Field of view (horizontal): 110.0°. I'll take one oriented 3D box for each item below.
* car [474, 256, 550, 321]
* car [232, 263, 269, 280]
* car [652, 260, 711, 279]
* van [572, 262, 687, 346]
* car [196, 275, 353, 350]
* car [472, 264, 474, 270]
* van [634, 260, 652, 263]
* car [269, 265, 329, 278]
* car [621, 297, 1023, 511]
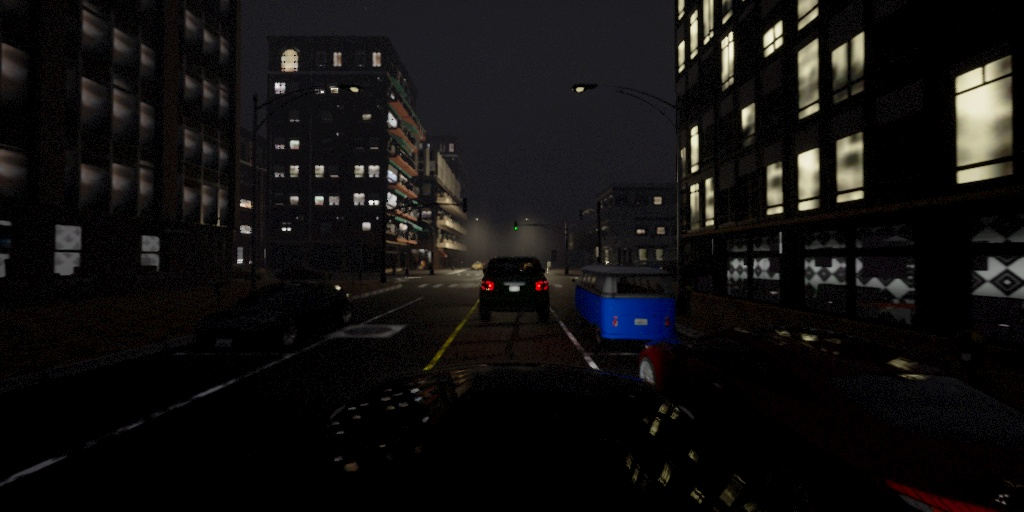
[{"bbox_3d":[0.094,1.032,12.892,2.150,2.045,5.566,0,0,1],"label":"car"},{"bbox_3d":[-22.968,1.363,30.016,4.829,1.417,1.751,0,0,0],"label":"car"},{"bbox_3d":[14.912,1.255,30.117,5.009,1.841,2.192,0,0,0],"label":"car"},{"bbox_3d":[2.654,1.131,9.229,1.690,1.789,3.998,0,0,0],"label":"van"},{"bbox_3d":[-5.693,1.356,9.253,1.948,1.339,4.313,0,0,0],"label":"car"},{"bbox_3d":[-5.706,1.618,59.380,1.751,1.417,4.829,0,0,0],"label":"car"},{"bbox_3d":[14.887,1.366,38.496,3.998,1.789,1.690,0,0,0],"label":"van"},{"bbox_3d":[-17.475,1.431,30.031,4.207,1.307,1.802,0,0,0],"label":"car"},{"bbox_3d":[2.656,1.342,3.540,1.802,1.307,4.207,0,0,0],"label":"car"}]
